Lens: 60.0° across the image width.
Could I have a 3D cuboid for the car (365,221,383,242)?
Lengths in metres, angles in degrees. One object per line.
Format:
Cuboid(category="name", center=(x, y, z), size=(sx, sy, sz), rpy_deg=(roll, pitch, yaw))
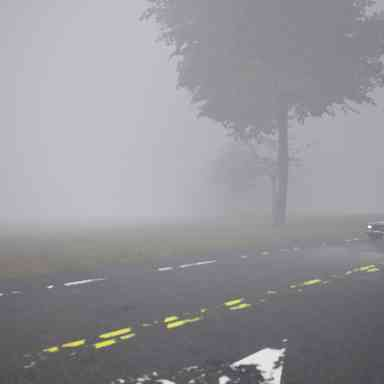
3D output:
Cuboid(category="car", center=(9.988, 1.606, 15.277), size=(4.718, 1.301, 1.895), rpy_deg=(0, 0, -35))
